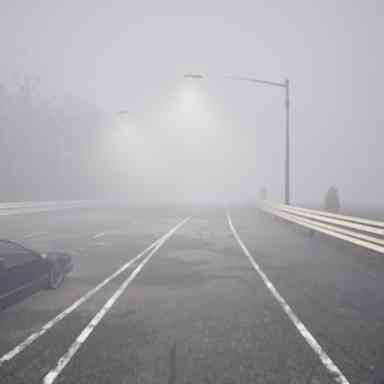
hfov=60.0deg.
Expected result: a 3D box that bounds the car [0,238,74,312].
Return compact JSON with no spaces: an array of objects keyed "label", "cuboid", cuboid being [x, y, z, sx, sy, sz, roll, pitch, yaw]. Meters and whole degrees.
[{"label":"car","cuboid":[-4.126,1.548,6.052,2.033,1.411,5.357,0,0,5]}]
